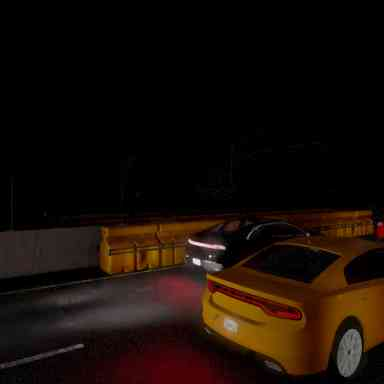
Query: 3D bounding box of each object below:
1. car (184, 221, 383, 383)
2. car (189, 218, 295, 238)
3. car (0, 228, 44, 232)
[{"bbox_3d":[2.483,1.478,5.520,5.008,1.535,1.882,0,0,-36],"label":"car"},{"bbox_3d":[2.084,1.492,9.534,4.902,1.511,2.128,0,0,-36],"label":"car"},{"bbox_3d":[-10.292,1.381,18.024,4.553,1.767,2.097,0,0,-36],"label":"car"}]
